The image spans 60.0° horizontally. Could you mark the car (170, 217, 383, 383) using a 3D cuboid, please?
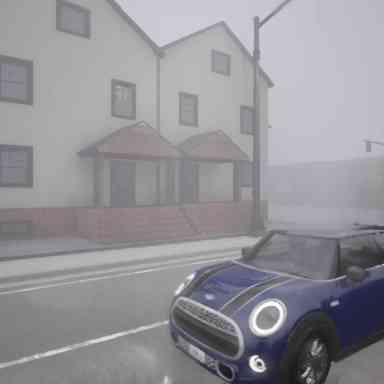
[{"bbox_3d":[1.889,1.352,5.317,4.553,1.767,2.097,0,0,-35],"label":"car"}]
